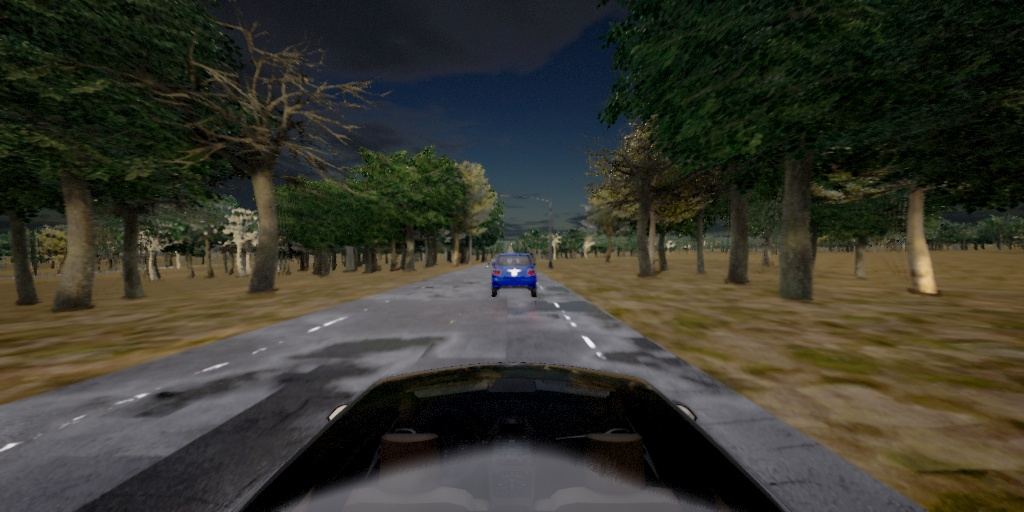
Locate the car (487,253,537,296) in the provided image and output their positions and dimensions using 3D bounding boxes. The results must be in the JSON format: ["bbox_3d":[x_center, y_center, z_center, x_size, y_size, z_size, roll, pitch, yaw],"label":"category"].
[{"bbox_3d":[0.096,0.868,18.537,2.150,2.045,5.566,0,0,0],"label":"car"}]
